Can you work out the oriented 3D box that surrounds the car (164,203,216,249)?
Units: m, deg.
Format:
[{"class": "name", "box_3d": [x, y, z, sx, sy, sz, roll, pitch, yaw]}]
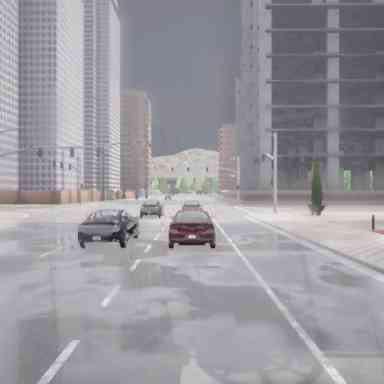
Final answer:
[{"class": "car", "box_3d": [0.000, 1.484, 14.650, 1.882, 1.535, 5.008, 0, 0, 0]}]

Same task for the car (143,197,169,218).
[{"class": "car", "box_3d": [-3.507, 1.494, 29.659, 2.128, 1.511, 4.902, 0, 0, 0]}]

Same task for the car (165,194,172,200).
[{"class": "car", "box_3d": [-6.686, 1.455, 92.791, 1.837, 1.490, 4.892, 0, 0, 1]}]

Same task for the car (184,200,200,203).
[{"class": "car", "box_3d": [-0.007, 1.494, 29.677, 2.128, 1.511, 4.902, 0, 0, 0]}]

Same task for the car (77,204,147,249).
[{"class": "car", "box_3d": [-3.500, 1.494, 14.650, 2.128, 1.511, 4.902, 0, 0, 0]}]
